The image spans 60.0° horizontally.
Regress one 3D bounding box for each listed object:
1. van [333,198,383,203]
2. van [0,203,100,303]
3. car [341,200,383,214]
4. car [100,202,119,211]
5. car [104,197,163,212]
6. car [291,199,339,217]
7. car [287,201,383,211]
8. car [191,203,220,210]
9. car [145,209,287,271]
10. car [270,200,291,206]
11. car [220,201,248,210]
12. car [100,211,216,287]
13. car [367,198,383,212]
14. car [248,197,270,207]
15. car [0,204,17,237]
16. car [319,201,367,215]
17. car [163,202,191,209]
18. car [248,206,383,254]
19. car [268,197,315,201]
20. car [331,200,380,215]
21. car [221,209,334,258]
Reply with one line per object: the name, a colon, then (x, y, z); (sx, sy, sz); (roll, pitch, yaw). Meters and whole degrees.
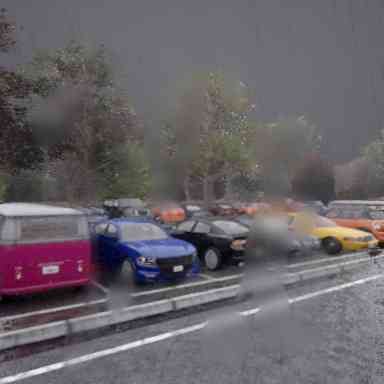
van: (9.646, 1.471, 17.875); (1.878, 1.987, 4.442); (1, 0, -35)
van: (-4.097, 1.309, 8.497); (1.878, 1.987, 4.442); (1, 0, -35)
car: (22.380, 1.905, 43.191); (1.946, 1.575, 5.366); (1, 0, -35)
car: (-7.044, 1.620, 22.307); (2.163, 1.488, 4.792); (1, 0, -35)
car: (-4.729, 1.367, 23.866); (2.435, 2.045, 5.566); (1, 0, -35)
car: (13.460, 1.693, 36.729); (2.185, 1.767, 4.553); (1, 0, -35)
car: (7.371, 1.546, 16.380); (2.185, 1.767, 4.553); (1, 0, -35)
car: (-0.193, 1.710, 27.093); (2.002, 1.452, 4.674); (1, 0, -35)
car: (0.525, 1.591, 11.598); (2.097, 1.535, 5.008); (1, 0, -35)
car: (6.639, 1.746, 31.900); (2.097, 1.535, 5.008); (1, 0, -35)
car: (2.089, 1.696, 28.688); (2.097, 1.535, 5.008); (1, 0, -35)
car: (-1.758, 1.563, 10.006); (2.097, 1.535, 5.008); (1, 0, -35)
car: (27.163, 1.828, 46.289); (2.185, 1.767, 4.553); (1, 0, -35)
car: (4.383, 1.596, 30.269); (2.185, 1.767, 4.553); (1, 0, -35)
car: (-11.584, 1.534, 19.085); (2.097, 1.535, 5.008); (1, 0, -35)
car: (18.049, 1.894, 39.882); (2.163, 1.488, 4.792); (1, 0, -35)
car: (-2.451, 1.518, 25.464); (2.185, 1.767, 4.553); (1, 0, -35)
car: (5.182, 1.642, 14.653); (1.946, 1.575, 5.366); (1, 0, -35)
car: (8.939, 1.520, 33.478); (2.435, 2.045, 5.566); (1, 0, -35)
car: (20.308, 1.887, 41.513); (2.097, 1.535, 5.008); (1, 0, -35)
car: (2.797, 1.659, 13.205); (2.002, 1.452, 4.674); (1, 0, -35)
